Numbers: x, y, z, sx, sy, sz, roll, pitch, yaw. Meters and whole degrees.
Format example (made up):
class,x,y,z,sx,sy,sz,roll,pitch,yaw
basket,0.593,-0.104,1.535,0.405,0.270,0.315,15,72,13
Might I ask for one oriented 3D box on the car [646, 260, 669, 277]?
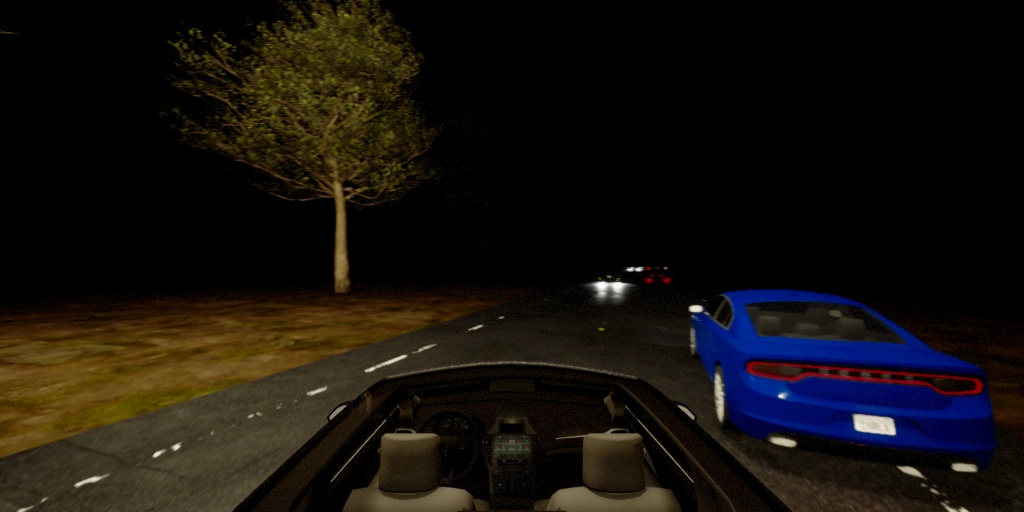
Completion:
class,x,y,z,sx,sy,sz,roll,pitch,yaw
car,14.969,1.241,37.017,2.097,1.767,4.553,-1,-1,21

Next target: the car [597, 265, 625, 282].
class,x,y,z,sx,sy,sz,roll,pitch,yaw
car,8.449,1.486,30.417,1.994,1.385,4.181,-1,-1,21

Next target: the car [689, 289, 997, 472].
class,x,y,z,sx,sy,sz,roll,pitch,yaw
car,3.791,1.209,5.179,1.882,1.535,5.008,-1,-1,21
